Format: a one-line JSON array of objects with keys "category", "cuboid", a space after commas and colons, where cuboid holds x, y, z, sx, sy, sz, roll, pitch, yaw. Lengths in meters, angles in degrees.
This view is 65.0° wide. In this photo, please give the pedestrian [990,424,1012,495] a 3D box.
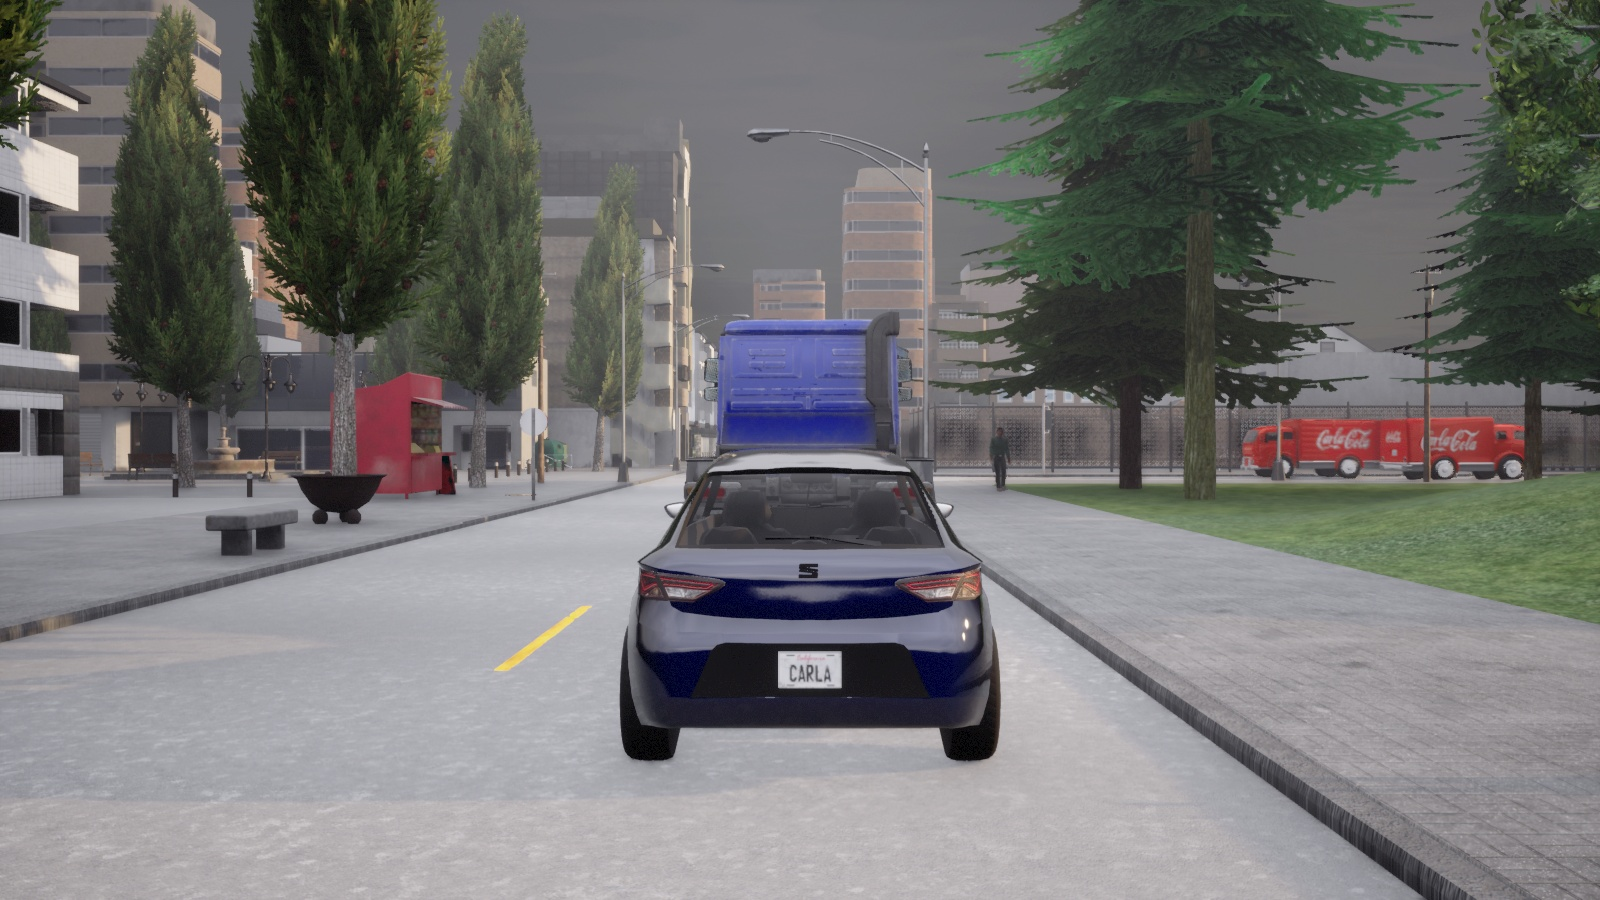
[{"category": "pedestrian", "cuboid": [5.631, 0.262, 35.221, 0.423, 1.949, 0.788, 0, 0, -6]}]

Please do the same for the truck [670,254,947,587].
[{"category": "truck", "cuboid": [0.111, -0.332, 17.048, 2.891, 3.462, 7.936, 0, 0, 0]}]

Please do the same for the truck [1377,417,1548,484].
[{"category": "truck", "cuboid": [25.625, 0.013, 48.737, 5.204, 2.467, 2.627, -1, 0, 0]}]

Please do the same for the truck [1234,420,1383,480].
[{"category": "truck", "cuboid": [21.274, -0.021, 52.757, 5.204, 2.467, 2.627, 0, 0, 0]}]

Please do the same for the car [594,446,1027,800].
[{"category": "car", "cuboid": [0.054, 0.719, 7.360, 1.816, 1.474, 4.193, 0, 0, 0]}]
